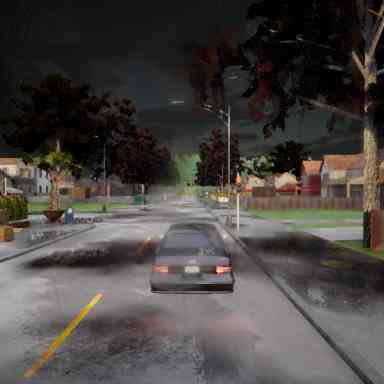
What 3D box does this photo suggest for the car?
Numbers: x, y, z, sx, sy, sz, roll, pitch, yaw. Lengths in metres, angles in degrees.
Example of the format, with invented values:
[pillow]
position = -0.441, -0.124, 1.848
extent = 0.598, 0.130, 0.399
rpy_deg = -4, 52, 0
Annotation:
[car]
position = 0.016, 1.547, 8.935
extent = 2.033, 1.411, 5.357
rpy_deg = 0, 0, 0
